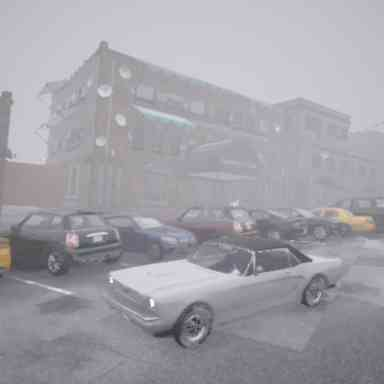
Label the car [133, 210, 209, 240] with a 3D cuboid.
[{"bbox_3d":[-1.980,1.518,12.181,4.674,1.452,2.002,-1,-1,35],"label":"car"}]

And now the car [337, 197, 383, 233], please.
[{"bbox_3d":[9.963,1.340,20.670,5.566,2.045,2.435,-1,-1,35],"label":"car"}]

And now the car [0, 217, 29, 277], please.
[{"bbox_3d":[-6.758,1.472,8.764,5.008,1.535,2.097,-1,-1,35],"label":"car"}]

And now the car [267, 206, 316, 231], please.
[{"bbox_3d":[2.808,1.504,15.567,5.008,1.535,2.097,-1,-1,35],"label":"car"}]

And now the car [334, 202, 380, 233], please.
[{"bbox_3d":[7.442,1.554,19.067,5.366,1.575,1.946,-1,-1,35],"label":"car"}]

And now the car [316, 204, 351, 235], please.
[{"bbox_3d":[5.193,1.528,17.271,5.008,1.535,2.097,-1,-1,35],"label":"car"}]

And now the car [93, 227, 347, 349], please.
[{"bbox_3d":[0.784,1.604,6.386,4.718,1.301,1.895,0,0,-35],"label":"car"}]

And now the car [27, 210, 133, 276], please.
[{"bbox_3d":[-4.350,1.348,10.454,4.553,1.767,2.185,-1,-1,35],"label":"car"}]

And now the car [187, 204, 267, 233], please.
[{"bbox_3d":[0.430,1.363,13.854,4.553,1.767,2.185,-1,-1,35],"label":"car"}]
